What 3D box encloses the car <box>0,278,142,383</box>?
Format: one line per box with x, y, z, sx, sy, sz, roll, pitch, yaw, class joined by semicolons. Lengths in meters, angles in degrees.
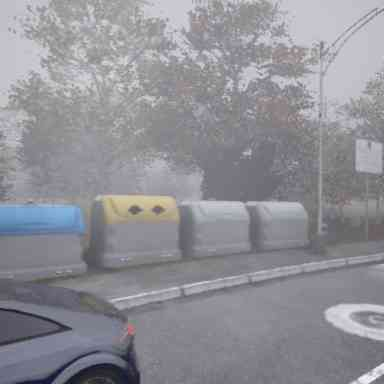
-2.573;1.565;2.898;4.181;1.385;1.994;0;0;-35;car
